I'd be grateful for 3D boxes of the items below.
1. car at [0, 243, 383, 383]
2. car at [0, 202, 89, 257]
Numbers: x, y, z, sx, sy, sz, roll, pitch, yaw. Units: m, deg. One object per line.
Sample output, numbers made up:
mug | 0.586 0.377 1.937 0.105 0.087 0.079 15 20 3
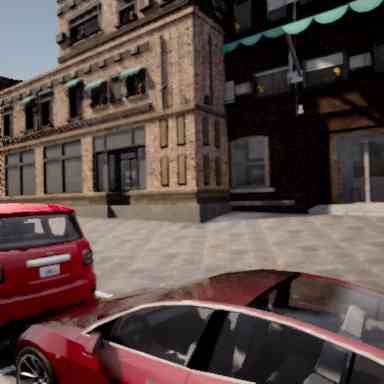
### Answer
car | 0.302 1.509 3.101 4.792 1.488 2.163 0 0 35
car | -4.213 1.220 6.320 5.566 2.045 2.435 0 0 35
